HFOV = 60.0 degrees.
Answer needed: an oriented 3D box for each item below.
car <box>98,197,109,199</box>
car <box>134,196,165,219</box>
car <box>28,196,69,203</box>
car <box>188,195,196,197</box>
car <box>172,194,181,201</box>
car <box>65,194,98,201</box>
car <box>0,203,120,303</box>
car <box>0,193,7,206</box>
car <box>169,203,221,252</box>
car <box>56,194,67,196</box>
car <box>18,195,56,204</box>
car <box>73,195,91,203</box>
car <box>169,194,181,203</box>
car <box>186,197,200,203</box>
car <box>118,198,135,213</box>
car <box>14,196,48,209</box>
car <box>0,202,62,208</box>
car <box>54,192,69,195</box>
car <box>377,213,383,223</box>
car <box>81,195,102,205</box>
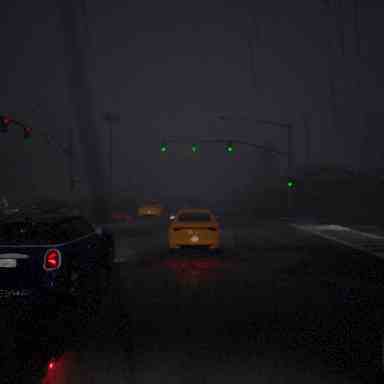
[{"bbox_3d":[-13.997,1.469,52.542,1.895,1.301,4.718,0,0,0],"label":"car"},{"bbox_3d":[-3.398,1.405,28.728,1.882,1.535,5.008,0,0,0],"label":"car"},{"bbox_3d":[-14.050,1.421,33.249,1.837,1.490,4.892,0,0,-1],"label":"car"},{"bbox_3d":[0.004,1.328,65.787,2.128,1.511,4.902,0,0,0],"label":"car"},{"bbox_3d":[-3.496,1.200,75.747,1.837,1.490,4.892,0,0,0],"label":"car"},{"bbox_3d":[-14.043,1.370,42.566,1.882,1.535,5.008,0,0,0],"label":"car"},{"bbox_3d":[-3.400,1.330,8.288,2.097,1.767,4.553,0,0,0],"label":"car"},{"bbox_3d":[-21.079,1.136,33.763,2.150,2.045,5.566,0,0,0],"label":"car"},{"bbox_3d":[0.100,1.443,13.786,1.882,1.535,5.008,0,0,0],"label":"car"},{"bbox_3d":[-17.497,1.371,48.070,2.128,1.511,4.902,0,0,0],"label":"car"},{"bbox_3d":[-17.565,1.430,37.994,1.812,1.442,4.674,0,0,0],"label":"car"},{"bbox_3d":[-20.997,1.365,63.738,1.812,1.442,4.674,0,0,0],"label":"car"},{"bbox_3d":[-3.496,1.314,65.327,1.882,1.535,5.008,0,0,0],"label":"car"},{"bbox_3d":[0.101,1.515,34.323,1.895,1.301,4.718,0,0,0],"label":"car"},{"bbox_3d":[-6.899,1.401,36.049,2.128,1.511,4.902,0,0,0],"label":"car"},{"bbox_3d":[-21.010,1.381,43.618,2.128,1.511,4.902,0,0,0],"label":"car"},{"bbox_3d":[-6.900,1.438,15.324,1.882,1.535,5.008,0,0,0],"label":"car"},{"bbox_3d":[-20.997,1.087,53.530,2.150,2.045,5.566,0,0,0],"label":"car"},{"bbox_3d":[14.118,1.550,20.444,4.718,1.301,1.895,0,0,3],"label":"car"},{"bbox_3d":[-17.497,1.345,58.154,2.128,1.511,4.902,0,0,0],"label":"car"}]
